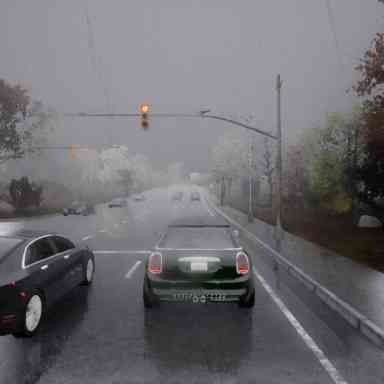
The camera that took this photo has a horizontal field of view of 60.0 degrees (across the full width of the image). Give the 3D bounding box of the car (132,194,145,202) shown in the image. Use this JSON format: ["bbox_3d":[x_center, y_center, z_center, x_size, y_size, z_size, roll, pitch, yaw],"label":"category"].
[{"bbox_3d":[-10.058,1.163,63.158,1.994,1.385,4.181,0,3,1],"label":"car"}]

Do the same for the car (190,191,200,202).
[{"bbox_3d":[0.613,1.053,64.858,2.033,1.411,5.357,0,3,1],"label":"car"}]

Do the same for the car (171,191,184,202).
[{"bbox_3d":[-2.988,1.070,64.572,2.033,1.411,5.357,0,3,1],"label":"car"}]

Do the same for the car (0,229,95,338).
[{"bbox_3d":[-3.378,1.505,6.591,1.837,1.490,4.892,0,0,0],"label":"car"}]

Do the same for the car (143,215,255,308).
[{"bbox_3d":[0.142,1.352,8.092,2.097,1.767,4.553,0,0,0],"label":"car"}]

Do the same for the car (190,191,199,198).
[{"bbox_3d":[0.605,0.516,75.115,2.033,1.411,5.357,0,3,1],"label":"car"}]

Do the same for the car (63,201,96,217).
[{"bbox_3d":[-10.378,1.563,30.891,1.994,1.385,4.181,0,0,1],"label":"car"}]

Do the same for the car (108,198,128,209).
[{"bbox_3d":[-10.246,1.548,46.373,2.033,1.411,5.357,0,0,1],"label":"car"}]
